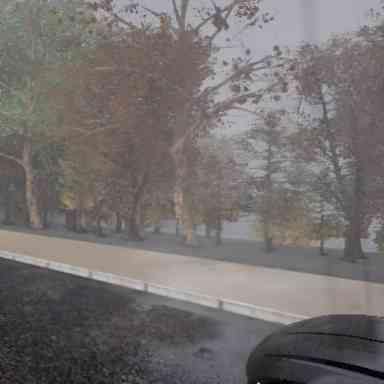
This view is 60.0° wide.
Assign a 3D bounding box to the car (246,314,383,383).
[{"bbox_3d":[2.686,1.480,1.770,5.008,1.535,1.882,0,0,36],"label":"car"}]
